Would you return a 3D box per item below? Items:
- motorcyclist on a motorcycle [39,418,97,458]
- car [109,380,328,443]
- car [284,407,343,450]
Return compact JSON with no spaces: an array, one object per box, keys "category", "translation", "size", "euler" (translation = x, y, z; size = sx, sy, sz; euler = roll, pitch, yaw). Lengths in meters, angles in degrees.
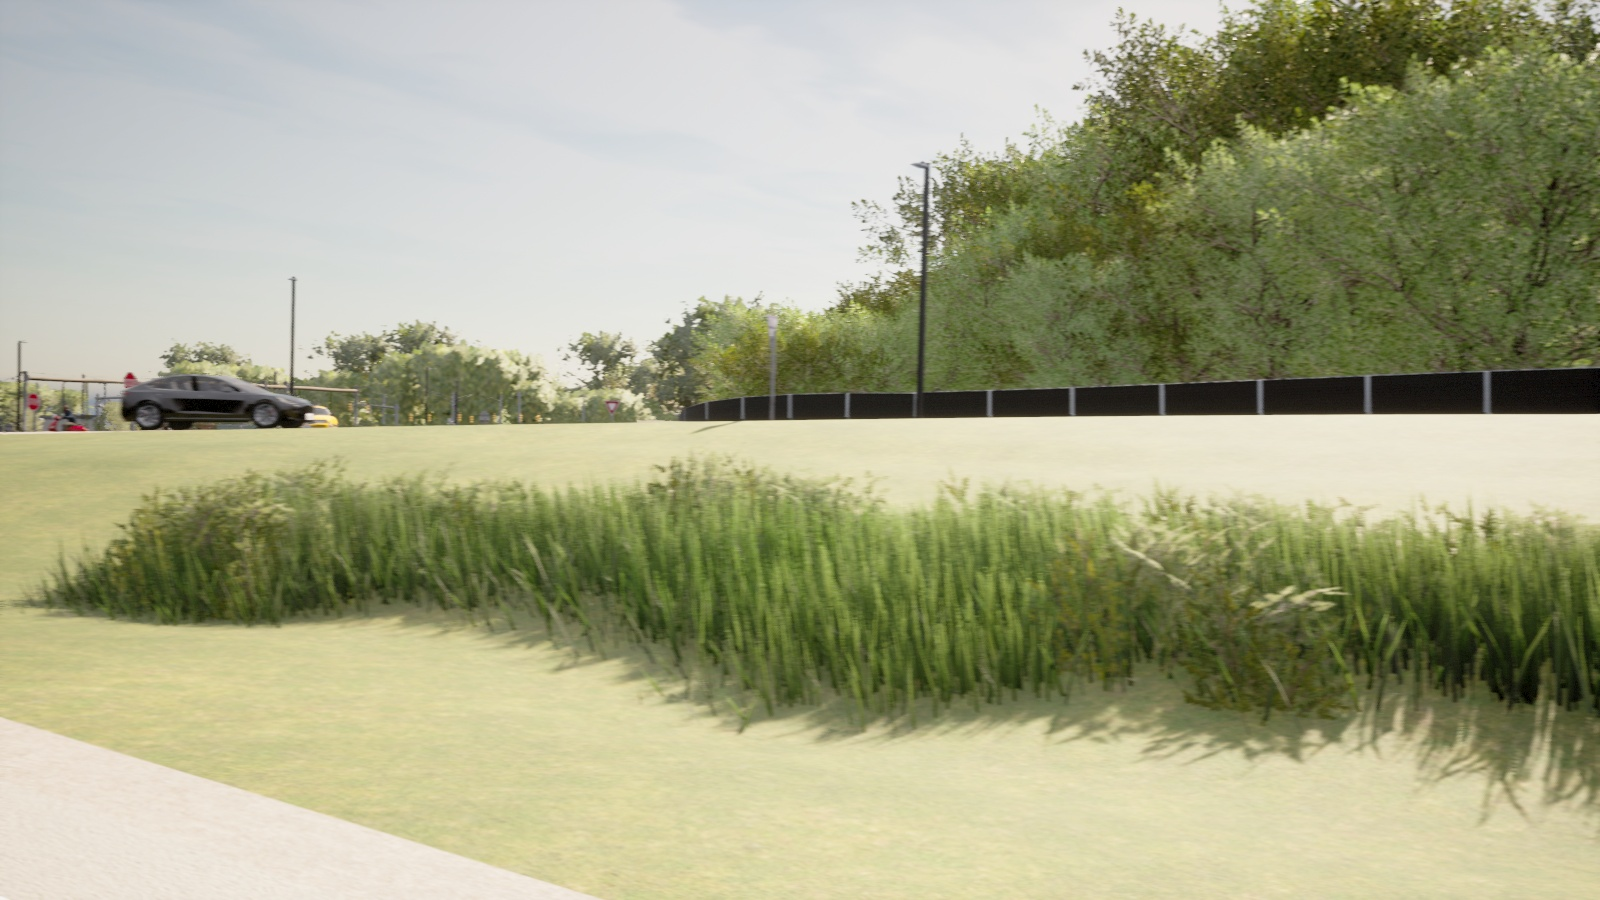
[{"category":"motorcyclist on a motorcycle","translation":[-30.183,-0.513,51.802],"size":[0.866,1.590,1.817],"euler":[-2,-1,39]},{"category":"car","translation":[-15.387,-0.999,33.458],"size":[4.792,1.488,2.163],"euler":[-2,1,-1]},{"category":"car","translation":[-20.913,-0.888,54.154],"size":[1.801,1.575,5.366],"euler":[-2,-1,-16]}]
